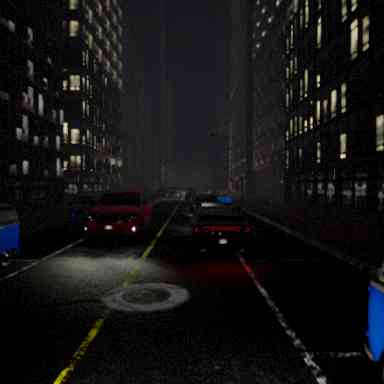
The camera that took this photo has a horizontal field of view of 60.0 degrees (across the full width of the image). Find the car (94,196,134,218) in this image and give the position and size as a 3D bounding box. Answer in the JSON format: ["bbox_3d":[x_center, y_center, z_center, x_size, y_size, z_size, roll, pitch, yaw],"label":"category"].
[{"bbox_3d":[-5.692,1.039,24.804,1.947,1.339,4.313,0,1,0],"label":"car"}]

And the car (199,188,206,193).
[{"bbox_3d":[2.675,-0.373,87.323,1.802,1.307,4.206,0,1,0],"label":"car"}]

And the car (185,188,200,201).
[{"bbox_3d":[-0.006,0.526,47.843,1.994,1.385,4.181,0,1,0],"label":"car"}]

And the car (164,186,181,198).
[{"bbox_3d":[-3.080,-0.015,56.630,2.150,2.045,5.566,0,1,0],"label":"car"}]

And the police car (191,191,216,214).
[{"bbox_3d":[0.893,0.824,28.185,1.930,1.638,5.238,0,1,0],"label":"police car"}]

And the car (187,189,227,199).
[{"bbox_3d":[0.894,0.883,22.045,2.097,1.767,4.553,0,1,0],"label":"car"}]

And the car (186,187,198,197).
[{"bbox_3d":[-0.016,-0.017,62.408,2.097,1.767,4.553,0,1,0],"label":"car"}]

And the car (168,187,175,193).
[{"bbox_3d":[-5.706,-0.652,93.015,1.967,1.590,4.097,0,1,0],"label":"car"}]

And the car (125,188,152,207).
[{"bbox_3d":[-5.693,0.539,36.168,2.192,1.841,5.009,0,1,0],"label":"car"}]

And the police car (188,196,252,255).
[{"bbox_3d":[0.897,1.167,12.189,1.930,1.638,5.238,0,1,0],"label":"police car"}]

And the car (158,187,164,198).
[{"bbox_3d":[-5.700,0.294,58.912,1.802,1.307,4.206,0,1,0],"label":"car"}]

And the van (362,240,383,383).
[{"bbox_3d":[2.694,1.295,2.060,1.690,1.788,3.998,0,1,0],"label":"van"}]

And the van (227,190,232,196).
[{"bbox_3d":[2.688,0.690,30.480,1.690,1.788,3.998,0,1,0],"label":"van"}]

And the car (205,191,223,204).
[{"bbox_3d":[2.685,0.648,41.853,2.008,1.369,4.403,0,1,0],"label":"car"}]

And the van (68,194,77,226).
[{"bbox_3d":[-5.690,0.936,19.115,1.690,1.788,3.998,0,1,0],"label":"van"}]

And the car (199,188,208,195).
[{"bbox_3d":[2.677,-0.118,75.956,1.947,1.339,4.313,0,1,0],"label":"car"}]

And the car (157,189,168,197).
[{"bbox_3d":[-5.701,0.126,64.595,1.887,1.381,4.507,0,1,0],"label":"car"}]

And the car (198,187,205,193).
[{"bbox_3d":[2.674,-0.547,93.006,1.887,1.381,4.507,0,1,0],"label":"car"}]

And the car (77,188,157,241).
[{"bbox_3d":[-3.105,0.901,15.123,2.150,2.045,5.566,0,1,0],"label":"car"}]

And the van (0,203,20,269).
[{"bbox_3d":[-5.687,1.177,7.746,1.690,1.788,3.998,0,1,0],"label":"van"}]

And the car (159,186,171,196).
[{"bbox_3d":[-5.700,-0.236,70.274,2.192,1.841,5.009,0,1,0],"label":"car"}]
